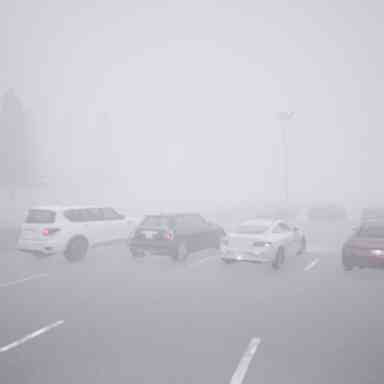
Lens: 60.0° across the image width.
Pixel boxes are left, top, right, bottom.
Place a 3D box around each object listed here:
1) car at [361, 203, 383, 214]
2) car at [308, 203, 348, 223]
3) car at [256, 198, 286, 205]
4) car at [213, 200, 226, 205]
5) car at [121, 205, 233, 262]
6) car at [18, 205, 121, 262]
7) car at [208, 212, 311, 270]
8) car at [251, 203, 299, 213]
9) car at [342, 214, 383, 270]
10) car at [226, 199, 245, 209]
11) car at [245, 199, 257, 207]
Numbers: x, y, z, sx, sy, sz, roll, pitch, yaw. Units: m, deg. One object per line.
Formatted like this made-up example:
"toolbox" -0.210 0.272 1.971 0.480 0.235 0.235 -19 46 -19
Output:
"car" 14.686 1.588 26.103 1.812 1.442 4.674 -2 -1 43
"car" 11.302 1.666 27.588 2.128 1.511 4.902 -2 -1 43
"car" 12.140 1.825 49.526 1.882 1.535 5.008 -2 0 43
"car" 5.735 2.158 58.042 2.033 1.411 5.357 -2 0 43
"car" -0.391 1.578 13.424 2.097 1.767 4.553 -2 -1 31
"car" -4.278 1.538 13.865 2.150 2.045 5.566 -2 -1 30
"car" 2.582 1.659 11.627 1.812 1.442 4.674 -2 -1 32
"car" 7.373 1.894 28.477 1.895 1.301 4.718 -2 -1 43
"car" 6.131 1.608 10.670 1.994 1.385 4.181 -2 -1 33
"car" 8.404 1.986 55.792 1.882 1.535 5.008 -2 0 43
"car" 11.112 1.756 53.580 2.097 1.767 4.553 -2 0 43
